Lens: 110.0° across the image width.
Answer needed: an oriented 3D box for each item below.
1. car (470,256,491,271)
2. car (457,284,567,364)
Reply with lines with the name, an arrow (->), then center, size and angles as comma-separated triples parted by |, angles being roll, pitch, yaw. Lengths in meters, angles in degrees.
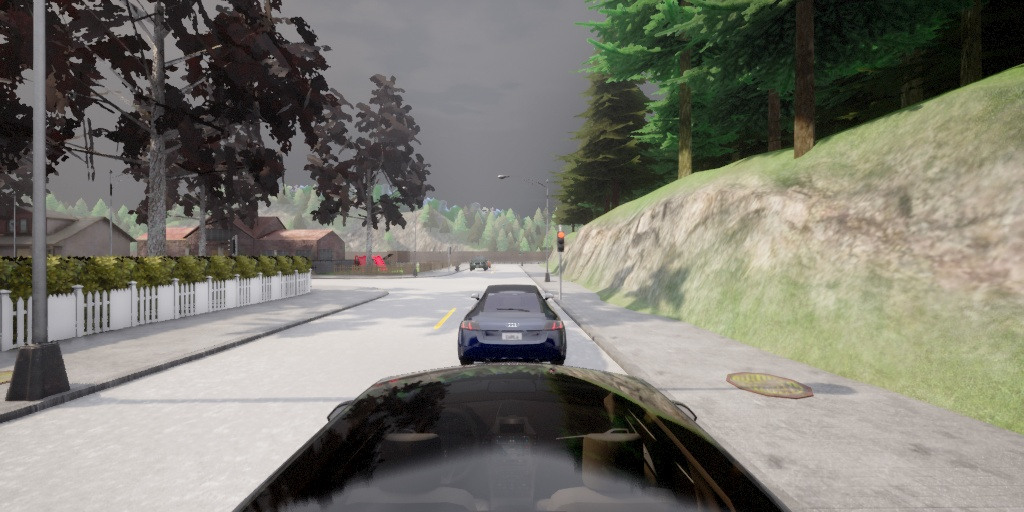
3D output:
car -> -4.529, 0.972, 49.488 | 2.150, 2.045, 5.566 | 0, 0, 0
car -> 0.005, 1.314, 8.002 | 1.994, 1.385, 4.181 | 0, 0, 0
